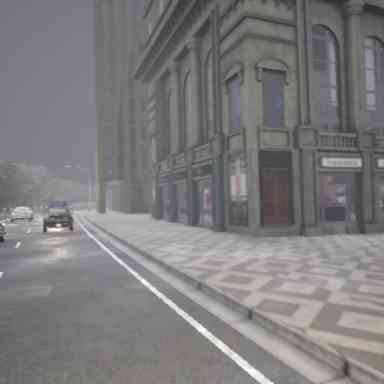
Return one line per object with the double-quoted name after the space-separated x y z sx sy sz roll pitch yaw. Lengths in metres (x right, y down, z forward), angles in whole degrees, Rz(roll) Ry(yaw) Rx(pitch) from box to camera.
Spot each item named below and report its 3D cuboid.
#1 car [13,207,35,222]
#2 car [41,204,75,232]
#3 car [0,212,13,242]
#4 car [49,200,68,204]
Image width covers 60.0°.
-17.272 2.226 33.980 1.812 1.442 4.674 -1 -1 -21 "car"
-9.223 1.853 22.973 1.837 1.490 4.892 -1 0 -22 "car"
-9.656 1.810 15.008 2.033 1.411 5.357 -1 -1 -23 "car"
-14.435 1.892 36.094 2.150 2.045 5.566 -1 -1 -20 "car"
